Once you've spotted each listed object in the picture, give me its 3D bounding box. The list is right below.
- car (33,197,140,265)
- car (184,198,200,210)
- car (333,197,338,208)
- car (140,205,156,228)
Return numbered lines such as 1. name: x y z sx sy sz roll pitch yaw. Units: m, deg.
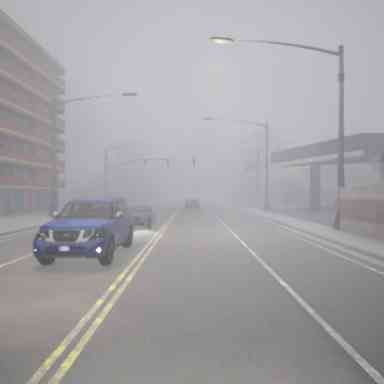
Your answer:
1. car: -3.550 1.228 12.064 2.150 2.045 5.566 0 0 0
2. car: 0.023 1.516 42.599 2.128 1.511 4.902 0 0 0
3. car: 20.274 1.320 41.706 4.611 1.667 2.242 0 0 1
4. car: -3.499 1.577 21.930 1.994 1.385 4.181 0 0 0
